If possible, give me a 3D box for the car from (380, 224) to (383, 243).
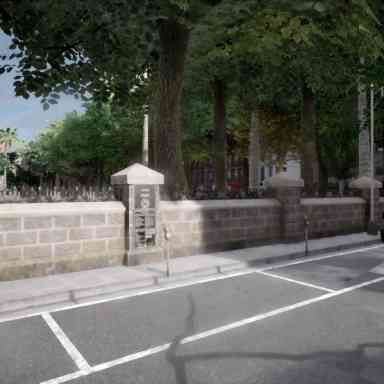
[{"bbox_3d":[9.652,1.310,13.429,5.009,1.841,2.192,0,0,-36],"label":"car"}]
